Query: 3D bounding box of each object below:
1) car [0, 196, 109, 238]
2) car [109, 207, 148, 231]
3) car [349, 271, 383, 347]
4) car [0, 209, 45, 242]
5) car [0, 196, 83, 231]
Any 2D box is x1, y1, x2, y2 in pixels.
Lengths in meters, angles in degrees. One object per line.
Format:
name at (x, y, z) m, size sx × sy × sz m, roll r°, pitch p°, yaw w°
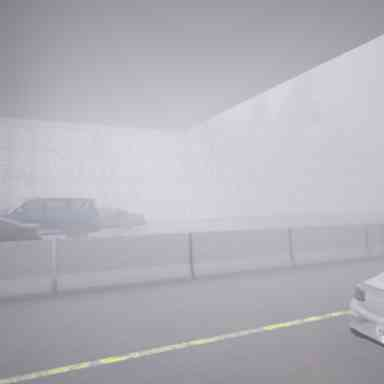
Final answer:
car at (-6.986, 1.284, 15.382) m, size 5.566 × 2.045 × 2.150 m, roll 0°, pitch 0°, yaw -24°
car at (-5.415, 1.632, 19.931) m, size 5.357 × 1.411 × 2.033 m, roll 0°, pitch 0°, yaw -24°
car at (4.455, 1.553, 4.969) m, size 4.674 × 1.442 × 1.812 m, roll 0°, pitch 0°, yaw -24°
car at (-7.782, 1.521, 11.180) m, size 5.008 × 1.535 × 1.882 m, roll 0°, pitch 0°, yaw -24°
car at (-10.125, 1.309, 21.645) m, size 5.566 × 2.045 × 2.150 m, roll 0°, pitch 0°, yaw -24°
